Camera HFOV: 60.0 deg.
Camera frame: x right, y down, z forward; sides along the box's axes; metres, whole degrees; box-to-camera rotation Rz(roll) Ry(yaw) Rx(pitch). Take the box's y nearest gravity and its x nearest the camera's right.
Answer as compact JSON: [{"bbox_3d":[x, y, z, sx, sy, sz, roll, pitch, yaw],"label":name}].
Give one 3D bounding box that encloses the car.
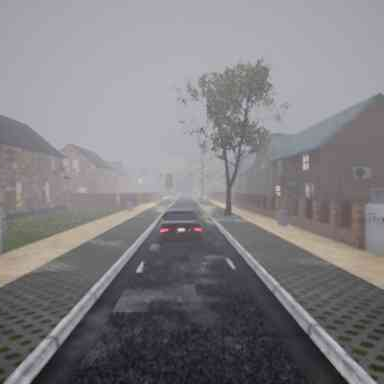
[{"bbox_3d":[-0.441,1.415,14.665,2.033,1.411,5.357,-1,1,-1],"label":"car"}]
